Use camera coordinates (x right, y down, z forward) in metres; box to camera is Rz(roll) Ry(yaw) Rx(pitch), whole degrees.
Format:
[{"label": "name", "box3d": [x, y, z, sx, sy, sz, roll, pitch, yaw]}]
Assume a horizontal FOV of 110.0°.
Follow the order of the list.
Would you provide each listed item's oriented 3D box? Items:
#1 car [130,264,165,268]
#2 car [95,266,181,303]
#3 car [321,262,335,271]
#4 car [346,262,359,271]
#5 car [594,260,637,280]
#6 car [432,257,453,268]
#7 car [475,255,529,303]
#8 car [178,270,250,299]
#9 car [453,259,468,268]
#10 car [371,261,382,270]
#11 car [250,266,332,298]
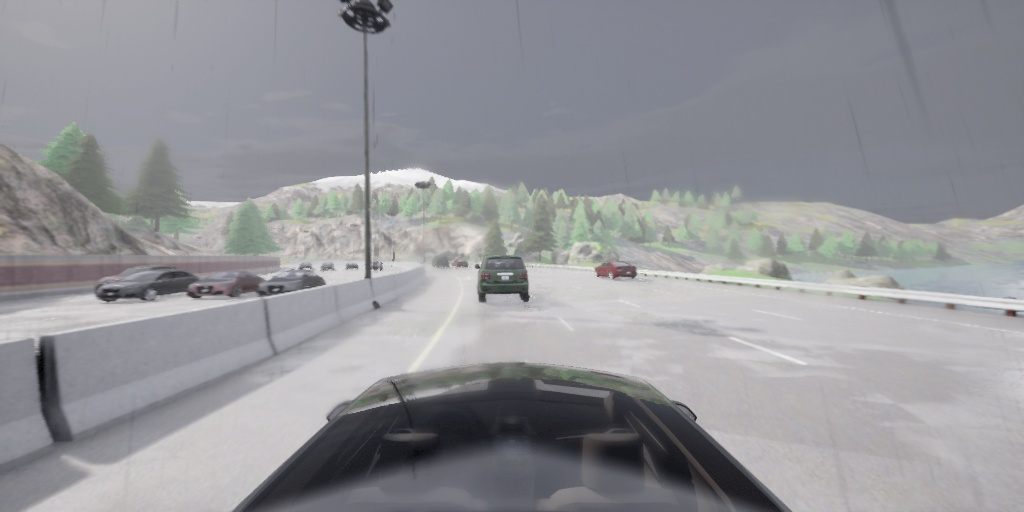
[{"label": "car", "box3d": [-22.703, 1.385, 22.182, 2.097, 1.767, 4.553, -1, 0, -9]}, {"label": "car", "box3d": [-18.700, 1.488, 18.823, 1.837, 1.490, 4.892, -1, 0, -7]}, {"label": "car", "box3d": [-29.528, 1.659, 57.737, 2.033, 1.411, 5.357, -1, 0, -23]}, {"label": "car", "box3d": [-26.323, 1.672, 59.157, 1.895, 1.301, 4.718, -1, 0, -24]}, {"label": "car", "box3d": [8.390, 1.121, 29.537, 1.882, 1.535, 5.008, 0, 0, -10]}, {"label": "car", "box3d": [-12.647, 1.127, 63.557, 2.150, 2.045, 5.566, 0, 0, -24]}, {"label": "car", "box3d": [-0.541, 0.978, 17.123, 2.150, 2.045, 5.566, 0, 0, -6]}, {"label": "car", "box3d": [-15.265, 1.504, 19.518, 1.994, 1.385, 4.181, -1, 0, -7]}, {"label": "car", "box3d": [-9.433, 1.343, 64.594, 1.882, 1.535, 5.008, 0, 0, -25]}, {"label": "car", "box3d": [-22.705, 1.526, 59.607, 2.128, 1.511, 4.902, -1, 0, -23]}, {"label": "car", "box3d": [-11.728, 1.460, 19.429, 1.994, 1.385, 4.181, -1, 0, -7]}]
